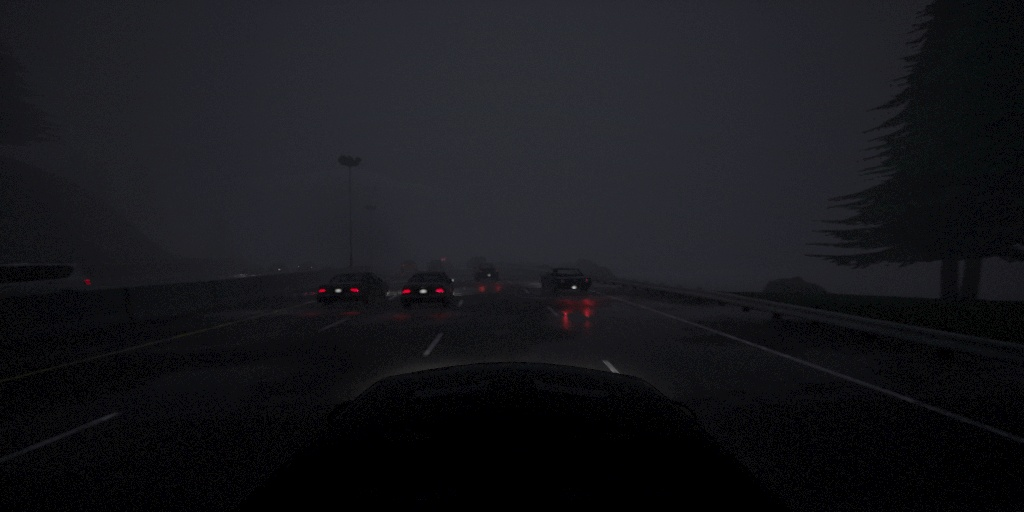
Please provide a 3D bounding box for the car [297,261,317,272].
[{"bbox_3d":[-30.963,1.618,54.247,2.097,1.767,4.553,-1,0,-21],"label":"car"}]

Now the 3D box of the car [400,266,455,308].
[{"bbox_3d":[-3.590,1.361,15.770,2.033,1.411,5.357,-1,0,-7],"label":"car"}]

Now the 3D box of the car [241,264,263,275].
[{"bbox_3d":[-37.680,1.914,52.285,2.033,1.411,5.357,-1,0,-22],"label":"car"}]

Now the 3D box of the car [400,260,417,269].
[{"bbox_3d":[-14.955,1.361,51.788,2.097,1.767,4.553,-1,0,-19],"label":"car"}]

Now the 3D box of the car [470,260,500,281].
[{"bbox_3d":[-2.270,1.324,30.570,1.812,1.442,4.674,0,0,-11],"label":"car"}]

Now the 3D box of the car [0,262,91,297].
[{"bbox_3d":[-17.950,1.261,12.116,2.150,2.045,5.566,-1,0,-4],"label":"car"}]

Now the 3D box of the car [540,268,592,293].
[{"bbox_3d":[2.891,1.312,20.470,1.895,1.301,4.718,-1,0,-7],"label":"car"}]

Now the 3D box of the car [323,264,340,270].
[{"bbox_3d":[-26.760,1.802,53.118,1.895,1.301,4.718,-1,0,-20],"label":"car"}]

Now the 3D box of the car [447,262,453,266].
[{"bbox_3d":[-11.828,1.528,63.449,1.994,1.385,4.181,-1,0,-23],"label":"car"}]

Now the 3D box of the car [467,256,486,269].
[{"bbox_3d":[-5.692,1.085,57.950,2.150,2.045,5.566,0,0,-21],"label":"car"}]

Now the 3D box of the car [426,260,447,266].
[{"bbox_3d":[-10.957,1.296,50.814,2.097,1.767,4.553,-1,0,-18],"label":"car"}]

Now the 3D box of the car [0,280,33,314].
[{"bbox_3d":[-21.518,1.699,13.097,1.895,1.301,4.718,-1,0,-5],"label":"car"}]

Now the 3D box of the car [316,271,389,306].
[{"bbox_3d":[-7.166,1.418,16.622,2.033,1.411,5.357,-1,0,-7],"label":"car"}]

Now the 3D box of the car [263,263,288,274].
[{"bbox_3d":[-33.671,1.817,51.579,1.837,1.490,4.892,-1,0,-20],"label":"car"}]
